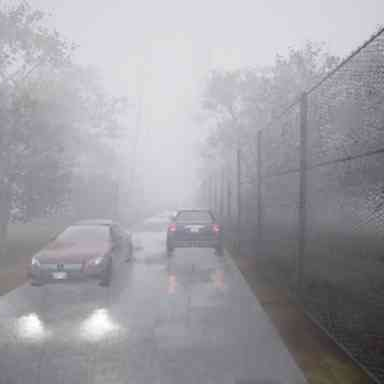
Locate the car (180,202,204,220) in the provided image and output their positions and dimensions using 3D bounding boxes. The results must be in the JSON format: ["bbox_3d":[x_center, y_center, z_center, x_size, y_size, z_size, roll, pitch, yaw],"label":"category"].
[{"bbox_3d":[0.024,1.793,32.152,2.128,1.511,4.902,0,-1,0],"label":"car"}]

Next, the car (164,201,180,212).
[{"bbox_3d":[-3.011,2.194,50.396,2.128,1.511,4.902,0,-1,0],"label":"car"}]

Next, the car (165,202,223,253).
[{"bbox_3d":[0.089,1.422,14.221,2.097,1.767,4.553,0,0,0],"label":"car"}]

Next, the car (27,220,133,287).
[{"bbox_3d":[-2.859,1.561,9.518,1.812,1.442,4.674,0,0,0],"label":"car"}]
